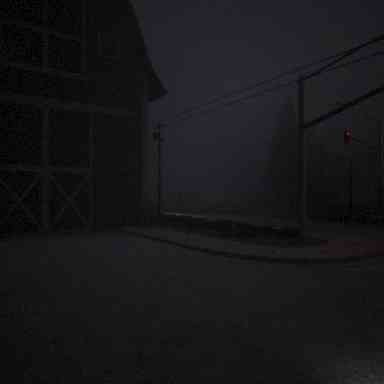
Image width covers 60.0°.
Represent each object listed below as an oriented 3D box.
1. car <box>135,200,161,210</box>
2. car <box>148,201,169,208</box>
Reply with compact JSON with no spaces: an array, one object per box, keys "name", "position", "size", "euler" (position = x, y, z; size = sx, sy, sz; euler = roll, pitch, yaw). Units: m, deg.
[{"name":"car","position":[-6.623,1.944,49.625],"size":[1.895,1.301,4.718],"euler":[0,0,-34]},{"name":"car","position":[-4.659,1.886,40.396],"size":[1.895,1.301,4.718],"euler":[0,0,-34]}]
